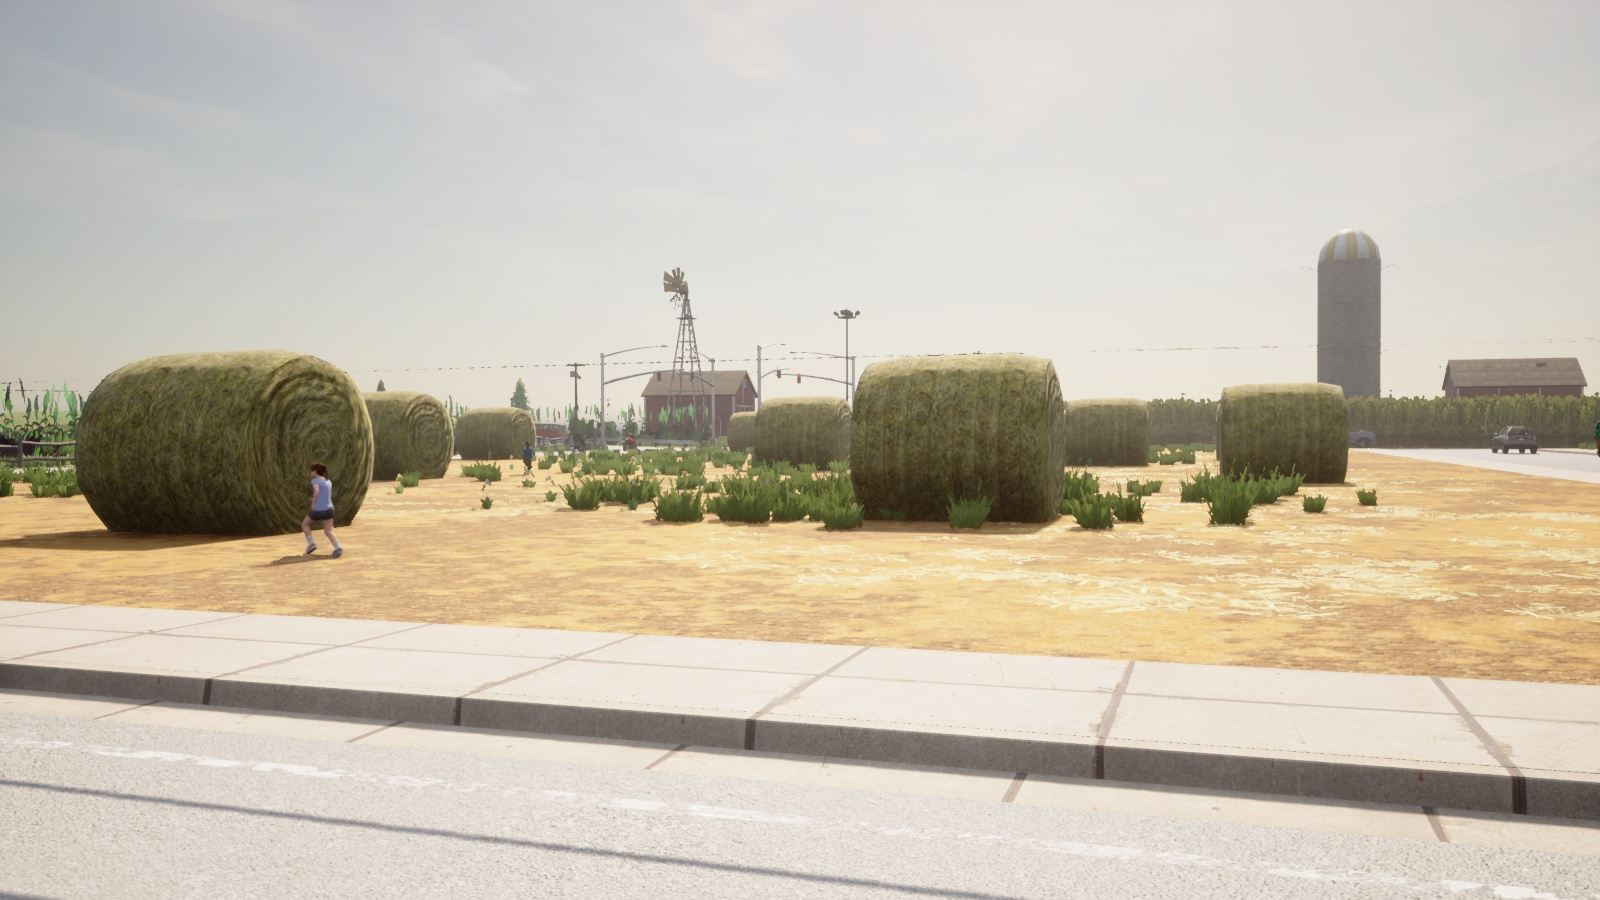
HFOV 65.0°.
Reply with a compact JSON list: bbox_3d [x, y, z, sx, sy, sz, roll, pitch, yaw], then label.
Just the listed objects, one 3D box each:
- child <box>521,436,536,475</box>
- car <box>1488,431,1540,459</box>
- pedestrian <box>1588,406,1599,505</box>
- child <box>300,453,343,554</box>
[{"bbox_3d":[-8.416,0.177,38.921,0.343,1.192,0.448,0,1,-28],"label":"child"},{"bbox_3d":[42.010,-0.328,73.927,1.851,1.617,3.988,1,1,18],"label":"car"},{"bbox_3d":[16.189,0.107,24.973,0.659,1.952,0.873,0,1,17],"label":"pedestrian"},{"bbox_3d":[-5.355,0.587,14.049,0.394,1.110,0.255,1,1,28],"label":"child"}]
